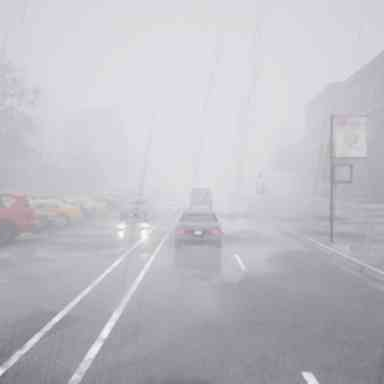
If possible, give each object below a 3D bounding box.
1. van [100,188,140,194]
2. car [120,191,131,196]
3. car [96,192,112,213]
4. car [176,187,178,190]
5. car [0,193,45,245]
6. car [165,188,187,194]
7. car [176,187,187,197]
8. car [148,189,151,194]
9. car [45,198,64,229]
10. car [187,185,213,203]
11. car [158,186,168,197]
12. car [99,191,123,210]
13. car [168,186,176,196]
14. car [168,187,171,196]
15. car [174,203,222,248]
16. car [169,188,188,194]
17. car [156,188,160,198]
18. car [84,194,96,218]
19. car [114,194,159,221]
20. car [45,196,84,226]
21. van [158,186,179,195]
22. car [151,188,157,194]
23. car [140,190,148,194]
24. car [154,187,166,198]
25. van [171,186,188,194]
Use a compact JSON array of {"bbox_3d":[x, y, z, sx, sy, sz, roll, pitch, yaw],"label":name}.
[{"bbox_3d":[-8.563,0.584,37.447,4.442,1.987,1.878,-1,2,-17],"label":"van"},{"bbox_3d":[-8.746,0.952,31.564,5.008,1.535,2.097,-1,1,-18],"label":"car"},{"bbox_3d":[-9.156,1.099,25.564,5.366,1.575,1.946,-1,2,-18],"label":"car"},{"bbox_3d":[-6.011,0.112,70.074,4.674,1.452,2.002,-1,1,-15],"label":"car"},{"bbox_3d":[-9.355,1.114,13.724,5.566,2.045,2.435,-1,1,-19],"label":"car"},{"bbox_3d":[-4.264,-0.289,87.706,5.366,1.575,1.946,-1,1,-13],"label":"car"},{"bbox_3d":[-1.180,0.238,64.661,2.033,1.411,5.357,0,1,5],"label":"car"},{"bbox_3d":[-8.081,0.539,43.424,4.553,1.767,2.185,-1,2,-17],"label":"car"},{"bbox_3d":[-9.265,1.310,16.718,4.892,1.521,2.231,-1,1,-19],"label":"car"},{"bbox_3d":[0.959,0.628,33.680,2.150,2.045,5.566,0,1,3],"label":"car"},{"bbox_3d":[-7.032,0.200,58.239,4.553,1.767,2.185,-1,2,-16],"label":"car"},{"bbox_3d":[-8.857,1.025,28.589,5.008,1.535,2.097,-1,2,-18],"label":"car"},{"bbox_3d":[-6.591,-0.053,64.141,5.566,2.045,2.435,-1,1,-15],"label":"car"},{"bbox_3d":[-6.821,0.301,61.203,4.674,1.452,2.002,-1,1,-15],"label":"car"},{"bbox_3d":[0.275,1.417,14.069,2.033,1.411,5.357,0,1,1],"label":"car"},{"bbox_3d":[-3.712,-0.353,90.694,5.008,1.535,2.097,-1,1,-13],"label":"car"},{"bbox_3d":[-7.698,0.556,49.361,4.792,1.488,2.163,-1,1,-16],"label":"car"},{"bbox_3d":[-9.115,1.046,22.648,4.553,1.767,2.185,-1,1,-18],"label":"car"},{"bbox_3d":[-3.802,1.163,23.562,1.837,1.490,4.892,0,1,2],"label":"car"},{"bbox_3d":[-9.171,1.242,19.685,5.008,1.535,2.097,-1,2,-19],"label":"car"},{"bbox_3d":[-5.303,-0.278,76.010,4.442,1.987,1.878,-1,1,-14],"label":"van"},{"bbox_3d":[-7.920,0.595,46.386,5.008,1.535,2.097,-1,2,-16],"label":"car"},{"bbox_3d":[-8.294,0.735,40.462,5.008,1.535,2.097,-1,1,-17],"label":"car"},{"bbox_3d":[-7.306,0.393,55.282,4.892,1.521,2.231,-1,1,-16],"label":"car"},{"bbox_3d":[-3.458,-0.641,93.607,4.442,1.987,1.878,-1,1,-13],"label":"van"}]
